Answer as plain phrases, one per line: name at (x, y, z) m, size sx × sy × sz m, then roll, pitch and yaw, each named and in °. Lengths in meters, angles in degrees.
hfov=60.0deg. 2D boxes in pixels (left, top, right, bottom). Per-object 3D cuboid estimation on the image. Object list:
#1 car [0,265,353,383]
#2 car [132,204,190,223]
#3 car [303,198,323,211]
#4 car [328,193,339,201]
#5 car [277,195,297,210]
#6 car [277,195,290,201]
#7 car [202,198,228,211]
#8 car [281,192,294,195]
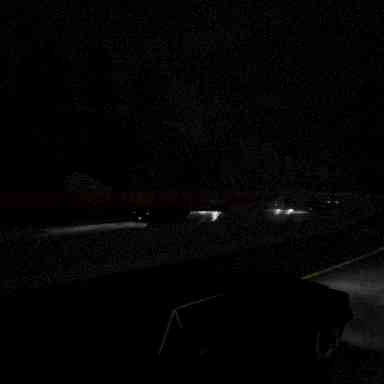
car at (-0.039, 1.601, 3.991) m, size 4.718 × 1.301 × 1.895 m, roll 0°, pitch 0°, yaw -38°
car at (-2.348, 1.606, 25.924) m, size 1.895 × 1.301 × 4.718 m, roll 0°, pitch 0°, yaw 41°
car at (14.178, 1.455, 38.690) m, size 2.033 × 1.411 × 5.357 m, roll 0°, pitch 0°, yaw 26°
car at (31.916, 1.123, 75.110) m, size 2.097 × 1.767 × 4.553 m, roll 0°, pitch 0°, yaw 26°
car at (12.212, 1.424, 42.634) m, size 1.837 × 1.490 × 4.892 m, roll 0°, pitch 0°, yaw 26°
car at (21.160, 1.371, 76.984) m, size 2.033 × 1.411 × 5.357 m, roll 0°, pitch 0°, yaw 26°
car at (2.826, 1.497, 39.598) m, size 1.812 × 1.442 × 4.674 m, roll 0°, pitch 0°, yaw 28°
car at (17.562, 1.103, 61.552) m, size 2.150 × 2.045 × 5.566 m, roll 0°, pitch 0°, yaw 26°
